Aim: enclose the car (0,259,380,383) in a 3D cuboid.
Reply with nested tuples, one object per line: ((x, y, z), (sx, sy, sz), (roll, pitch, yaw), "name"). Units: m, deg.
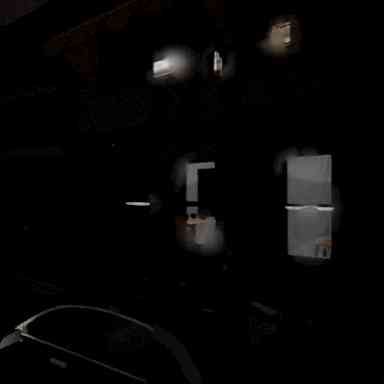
((-0.590, 1.553, 3.293), (4.403, 1.369, 2.008), (0, 0, 36), "car")
